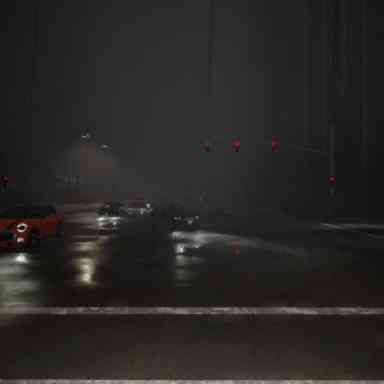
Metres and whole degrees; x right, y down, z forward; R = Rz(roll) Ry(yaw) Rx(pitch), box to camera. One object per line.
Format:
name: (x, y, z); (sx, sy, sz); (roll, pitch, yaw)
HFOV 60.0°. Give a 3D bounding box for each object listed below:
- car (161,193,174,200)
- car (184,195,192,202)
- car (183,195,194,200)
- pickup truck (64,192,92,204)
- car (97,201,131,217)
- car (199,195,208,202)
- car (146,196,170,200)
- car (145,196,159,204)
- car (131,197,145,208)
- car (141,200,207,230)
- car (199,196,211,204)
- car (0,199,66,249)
car: (-4.356, 1.220, 57.636); (2.150, 2.045, 5.566); (0, 0, -1)
car: (-0.944, 1.478, 75.417); (1.882, 1.535, 5.008); (0, 0, -1)
car: (-0.746, 1.352, 65.413); (2.097, 1.767, 4.553); (0, 0, -1)
pickup truck: (-20.915, 1.059, 60.050); (2.390, 2.098, 6.274); (0, 0, 30)
car: (-7.607, 1.547, 32.121); (2.033, 1.411, 5.357); (0, 0, -1)
car: (2.559, 1.524, 75.212); (1.812, 1.442, 4.674); (0, 0, -1)
car: (-4.209, 1.547, 41.755); (2.033, 1.411, 5.357); (0, 0, -1)
car: (-7.875, 1.491, 65.472); (2.128, 1.511, 4.902); (0, 0, 0)
car: (-7.772, 1.478, 48.159); (1.882, 1.535, 5.008); (0, 0, -1)
car: (-1.269, 1.491, 21.426); (2.128, 1.511, 4.902); (0, 0, -28)
car: (2.760, 1.491, 64.828); (2.128, 1.511, 4.902); (0, 0, -1)
car: (-7.293, 1.351, 14.510); (2.097, 1.767, 4.553); (0, 0, -1)
